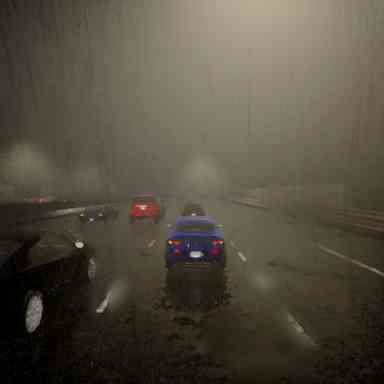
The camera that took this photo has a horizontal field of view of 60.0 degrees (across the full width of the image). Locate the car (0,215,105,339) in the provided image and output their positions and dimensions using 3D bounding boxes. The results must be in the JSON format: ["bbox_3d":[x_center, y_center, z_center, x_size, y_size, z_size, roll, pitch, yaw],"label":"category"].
[{"bbox_3d":[-3.396,1.477,6.617,1.882,1.535,5.008,0,0,0],"label":"car"}]

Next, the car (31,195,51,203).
[{"bbox_3d":[-27.989,1.391,61.827,2.097,1.767,4.553,0,0,0],"label":"car"}]

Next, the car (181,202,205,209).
[{"bbox_3d":[0.105,1.534,27.683,1.812,1.442,4.674,0,0,0],"label":"car"}]

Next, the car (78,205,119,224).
[{"bbox_3d":[-6.893,1.607,25.061,1.895,1.301,4.718,0,0,0],"label":"car"}]

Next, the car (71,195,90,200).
[{"bbox_3d":[-20.997,1.390,63.960,2.097,1.767,4.553,0,0,0],"label":"car"}]

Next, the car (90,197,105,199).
[{"bbox_3d":[-17.491,1.636,63.719,1.895,1.301,4.718,0,0,0],"label":"car"}]

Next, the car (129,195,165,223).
[{"bbox_3d":[-3.390,1.228,25.682,2.150,2.045,5.566,0,0,0],"label":"car"}]

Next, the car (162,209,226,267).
[{"bbox_3d":[0.104,1.526,11.317,1.812,1.442,4.674,0,0,0],"label":"car"}]

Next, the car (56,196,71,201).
[{"bbox_3d":[-24.488,1.539,63.894,1.837,1.490,4.892,0,0,0],"label":"car"}]
